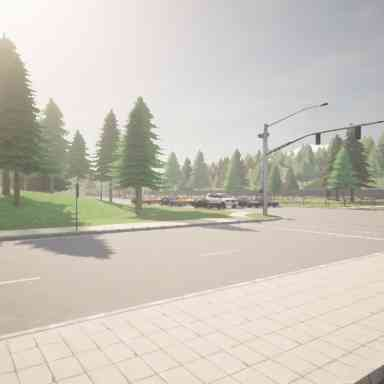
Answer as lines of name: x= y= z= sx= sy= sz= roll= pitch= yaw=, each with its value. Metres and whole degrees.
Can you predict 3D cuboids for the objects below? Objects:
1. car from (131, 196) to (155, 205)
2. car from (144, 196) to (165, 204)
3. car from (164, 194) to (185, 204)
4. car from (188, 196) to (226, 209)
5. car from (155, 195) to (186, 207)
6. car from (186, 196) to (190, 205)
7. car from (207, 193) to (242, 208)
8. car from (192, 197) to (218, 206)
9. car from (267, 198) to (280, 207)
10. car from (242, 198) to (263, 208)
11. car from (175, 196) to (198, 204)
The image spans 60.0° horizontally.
car: x=-9.290 y=1.547 z=60.302 sx=2.033 sy=1.411 sz=5.357 roll=0 pitch=0 yaw=-36
car: x=-7.156 y=1.478 z=63.376 sx=1.882 sy=1.535 sz=5.008 roll=0 pitch=0 yaw=-35
car: x=-3.404 y=1.352 z=64.131 sx=2.097 sy=1.767 sz=4.553 roll=0 pitch=0 yaw=-35
car: x=1.931 y=1.601 z=44.296 sx=1.895 sy=1.301 sz=4.718 roll=0 pitch=0 yaw=-35
car: x=-3.424 y=1.505 z=51.919 sx=1.837 sy=1.490 sz=4.892 roll=0 pitch=0 yaw=-35
car: x=-1.492 y=1.478 z=55.262 sx=1.882 sy=1.535 sz=5.008 roll=0 pitch=0 yaw=-35
car: x=4.118 y=1.221 z=47.285 sx=2.150 sy=2.045 sz=5.566 roll=0 pitch=0 yaw=-34
car: x=2.167 y=1.601 z=56.149 sx=1.895 sy=1.301 sz=4.718 roll=0 pitch=0 yaw=-35
car: x=10.604 y=1.547 z=50.230 sx=2.033 sy=1.411 sz=5.357 roll=0 pitch=0 yaw=-35
car: x=7.677 y=1.547 z=48.301 sx=2.033 sy=1.411 sz=5.357 roll=0 pitch=0 yaw=-35
car: x=-1.143 y=1.547 z=67.047 sx=2.033 sy=1.411 sz=5.357 roll=0 pitch=0 yaw=-34
